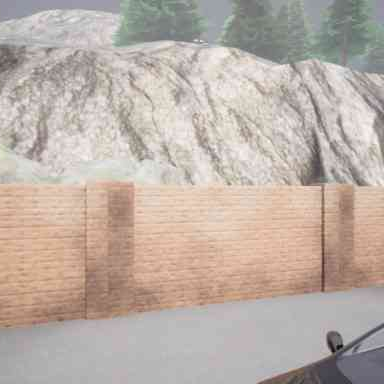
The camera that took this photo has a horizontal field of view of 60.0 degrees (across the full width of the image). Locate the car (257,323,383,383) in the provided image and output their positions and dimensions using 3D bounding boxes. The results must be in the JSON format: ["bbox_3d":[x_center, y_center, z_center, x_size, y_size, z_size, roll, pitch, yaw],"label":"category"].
[{"bbox_3d":[2.100,1.492,1.946,4.902,1.511,2.128,0,0,-19],"label":"car"}]
